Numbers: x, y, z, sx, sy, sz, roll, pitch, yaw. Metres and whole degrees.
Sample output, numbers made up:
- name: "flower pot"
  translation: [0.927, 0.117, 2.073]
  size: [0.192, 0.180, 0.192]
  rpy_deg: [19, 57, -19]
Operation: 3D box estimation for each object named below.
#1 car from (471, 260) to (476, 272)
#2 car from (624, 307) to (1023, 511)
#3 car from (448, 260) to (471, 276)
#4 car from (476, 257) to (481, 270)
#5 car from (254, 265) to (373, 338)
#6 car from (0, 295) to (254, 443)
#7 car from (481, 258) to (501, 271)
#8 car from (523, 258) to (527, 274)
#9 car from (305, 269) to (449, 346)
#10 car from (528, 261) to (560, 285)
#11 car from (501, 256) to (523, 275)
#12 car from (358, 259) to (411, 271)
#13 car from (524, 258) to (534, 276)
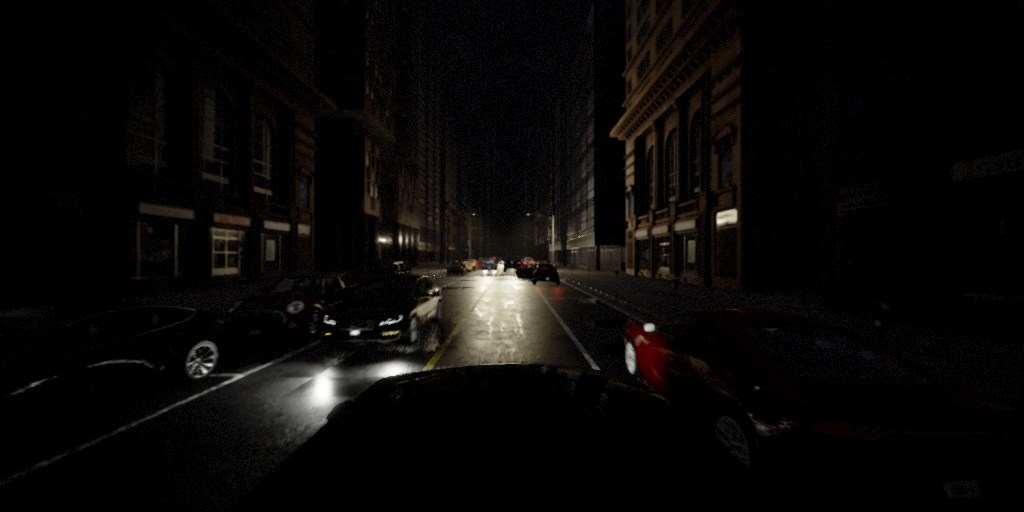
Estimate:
- name: "car"
  translation: [-5.754, 1.307, 43.470]
  size: [1.751, 1.417, 4.829]
  rpy_deg: [0, 0, 0]
- name: "car"
  translation: [2.764, 1.297, 4.432]
  size: [1.888, 1.381, 4.507]
  rpy_deg: [0, 0, 0]
- name: "car"
  translation: [-5.755, 1.359, 38.038]
  size: [1.802, 1.307, 4.207]
  rpy_deg: [0, 0, 0]
- name: "car"
  translation: [-5.753, 1.226, 49.242]
  size: [1.967, 1.591, 4.097]
  rpy_deg: [0, 0, 0]
- name: "car"
  translation: [-5.760, 1.195, 10.030]
  size: [1.967, 1.591, 4.097]
  rpy_deg: [0, 0, 0]
- name: "car"
  translation: [-5.761, 1.318, 4.428]
  size: [1.948, 1.339, 4.313]
  rpy_deg: [0, 0, 0]
- name: "car"
  translation: [-3.062, 1.351, 50.500]
  size: [1.994, 1.385, 4.181]
  rpy_deg: [0, 0, 0]
- name: "car"
  translation: [2.772, 1.332, 49.249]
  size: [1.888, 1.381, 4.507]
  rpy_deg: [0, 0, 0]
- name: "car"
  translation: [-3.097, 1.260, 9.500]
  size: [1.837, 1.490, 4.892]
  rpy_deg: [0, 0, 0]
- name: "car"
  translation: [2.357, 1.293, 26.123]
  size: [1.812, 1.442, 4.674]
  rpy_deg: [0, 0, 0]
- name: "car"
  translation: [0.024, 1.009, 46.732]
  size: [2.150, 2.045, 5.566]
  rpy_deg: [0, 0, 0]
- name: "car"
  translation: [-5.759, 1.074, 15.631]
  size: [2.192, 1.841, 5.009]
  rpy_deg: [0, 0, 0]
- name: "car"
  translation: [2.771, 1.307, 43.817]
  size: [1.751, 1.417, 4.829]
  rpy_deg: [0, 0, 0]
